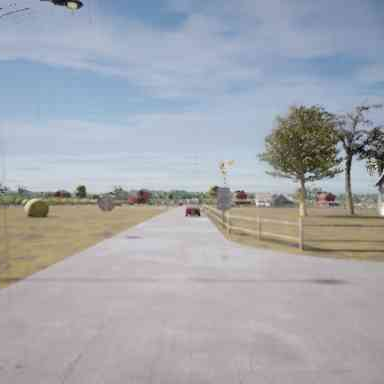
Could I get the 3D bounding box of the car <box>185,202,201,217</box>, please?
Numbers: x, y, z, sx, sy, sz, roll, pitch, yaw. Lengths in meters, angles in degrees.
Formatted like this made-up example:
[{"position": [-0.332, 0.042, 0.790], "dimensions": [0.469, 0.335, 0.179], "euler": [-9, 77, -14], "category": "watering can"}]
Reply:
[{"position": [0.110, 2.367, 43.219], "dimensions": [1.882, 1.535, 5.008], "euler": [0, -1, 0], "category": "car"}]
